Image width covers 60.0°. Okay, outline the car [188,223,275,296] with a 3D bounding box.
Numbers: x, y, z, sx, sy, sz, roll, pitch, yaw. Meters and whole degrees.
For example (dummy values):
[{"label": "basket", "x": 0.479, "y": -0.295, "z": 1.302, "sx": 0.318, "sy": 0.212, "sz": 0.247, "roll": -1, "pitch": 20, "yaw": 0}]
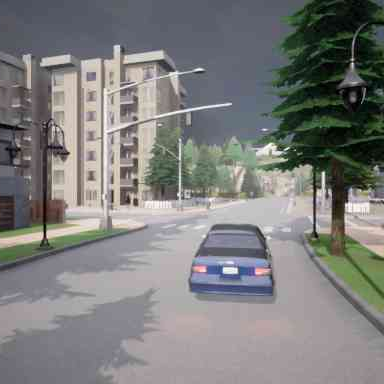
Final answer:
[{"label": "car", "x": 1.137, "y": 1.547, "z": 8.833, "sx": 2.033, "sy": 1.411, "sz": 5.357, "roll": 0, "pitch": 0, "yaw": 9}]
